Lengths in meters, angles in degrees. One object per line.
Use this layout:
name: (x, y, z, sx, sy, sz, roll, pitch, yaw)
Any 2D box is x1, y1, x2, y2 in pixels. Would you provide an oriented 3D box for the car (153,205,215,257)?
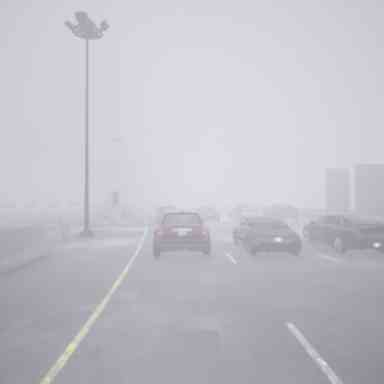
car: (-0.497, 1.498, 13.838, 2.097, 1.767, 4.553, 0, -1, -4)

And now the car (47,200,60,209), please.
car: (-24.341, 2.163, 58.628, 2.033, 1.411, 5.357, 0, -1, -19)

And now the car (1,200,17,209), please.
car: (-30.940, 2.139, 56.334, 2.033, 1.411, 5.357, 0, -1, -19)

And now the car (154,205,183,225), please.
car: (-2.141, 1.846, 28.267, 2.033, 1.411, 5.357, 0, -1, -9)

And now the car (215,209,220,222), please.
car: (1.149, 1.879, 29.809, 1.994, 1.385, 4.181, 0, -1, -9)

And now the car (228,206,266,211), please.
car: (4.662, 1.918, 30.030, 1.895, 1.301, 4.718, 0, -1, -9)

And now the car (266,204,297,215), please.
car: (8.081, 1.817, 30.791, 2.128, 1.511, 4.902, 0, 0, -9)

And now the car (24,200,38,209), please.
car: (-27.601, 2.105, 57.203, 1.837, 1.490, 4.892, 0, -1, -19)

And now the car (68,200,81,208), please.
car: (-21.185, 2.194, 60.050, 1.994, 1.385, 4.181, 0, -1, -19)

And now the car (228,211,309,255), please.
car: (2.993, 1.714, 14.066, 1.994, 1.385, 4.181, 0, -1, -4)

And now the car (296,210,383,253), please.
car: (6.482, 1.660, 14.388, 1.837, 1.490, 4.892, 0, 0, -4)
